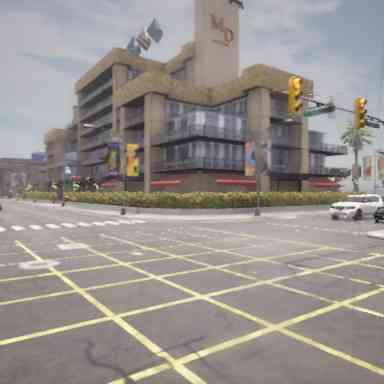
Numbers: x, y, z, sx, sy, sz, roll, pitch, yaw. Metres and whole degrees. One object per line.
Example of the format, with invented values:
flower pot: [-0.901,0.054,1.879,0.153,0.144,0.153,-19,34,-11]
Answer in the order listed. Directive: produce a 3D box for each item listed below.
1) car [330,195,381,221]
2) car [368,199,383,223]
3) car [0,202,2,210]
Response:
car: [13.937,1.242,27.954,5.566,2.045,2.150,0,0,-35]
car: [15.536,1.498,24.809,5.008,1.535,1.882,0,0,-35]
car: [-25.865,1.530,43.081,1.812,1.442,4.674,0,0,-36]
